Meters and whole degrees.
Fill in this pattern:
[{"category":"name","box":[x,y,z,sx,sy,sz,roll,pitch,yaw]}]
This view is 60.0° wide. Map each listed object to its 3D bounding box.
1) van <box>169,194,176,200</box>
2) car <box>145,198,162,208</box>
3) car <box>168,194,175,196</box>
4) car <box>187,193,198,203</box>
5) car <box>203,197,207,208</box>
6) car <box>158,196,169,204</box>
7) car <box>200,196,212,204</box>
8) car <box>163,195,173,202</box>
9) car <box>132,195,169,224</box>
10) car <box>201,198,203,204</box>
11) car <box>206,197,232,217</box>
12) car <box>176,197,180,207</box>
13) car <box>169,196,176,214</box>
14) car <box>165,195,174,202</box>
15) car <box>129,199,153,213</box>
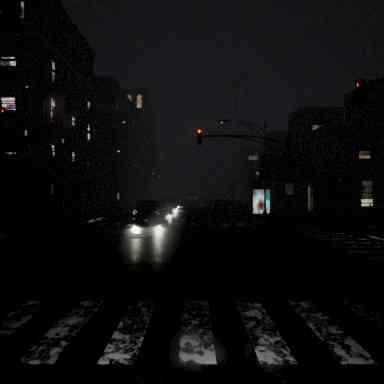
[{"category":"van","box":[-5.612,1.450,94.491,1.690,1.788,3.998,-1,0,0]},{"category":"car","box":[-5.651,1.581,48.918,2.008,1.369,4.403,0,0,0]},{"category":"car","box":[-3.011,1.533,57.535,2.128,1.511,4.902,0,0,0]},{"category":"car","box":[0.150,1.283,70.546,2.150,2.045,5.566,0,0,0]},{"category":"car","box":[2.724,1.606,43.226,1.802,1.307,4.206,0,0,0]},{"category":"car","box":[-5.636,1.579,65.838,1.752,1.417,4.829,0,0,0]},{"category":"car","box":[2.745,1.605,66.012,2.008,1.369,4.403,-1,0,0]},{"category":"car","box":[-5.627,1.514,77.400,1.967,1.590,4.097,0,0,0]},{"category":"car","box":[-3.076,1.352,24.448,2.097,1.767,4.553,0,0,0]},{"category":"car","box":[2.729,1.581,48.923,2.008,1.369,4.403,0,0,0]},{"category":"car","box":[2.713,1.453,31.832,1.967,1.590,4.097,0,0,0]},{"category":"car","box":[-3.053,1.630,47.446,1.895,1.301,4.718,0,0,0]},{"category":"car","box":[-3.064,1.494,35.780,1.882,1.535,5.008,0,0,0]},{"category":"car","box":[-5.621,1.610,82.927,1.752,1.417,4.829,-1,0,0]},{"category":"car","box":[-5.662,1.569,37.524,2.008,1.369,4.403,0,0,0]}]
